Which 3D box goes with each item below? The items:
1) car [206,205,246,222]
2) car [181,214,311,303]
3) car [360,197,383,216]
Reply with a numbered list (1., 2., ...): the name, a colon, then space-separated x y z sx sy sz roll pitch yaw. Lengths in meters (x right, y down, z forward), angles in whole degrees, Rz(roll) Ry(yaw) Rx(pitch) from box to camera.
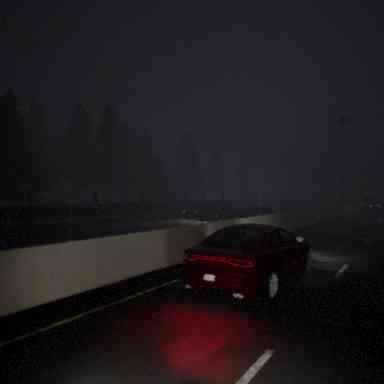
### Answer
1. car: 3.173 1.922 30.643 1.994 1.385 4.181 -1 -1 33
2. car: 1.693 1.579 8.721 1.882 1.535 5.008 -1 -1 33
3. car: 20.535 1.626 37.758 2.150 2.045 5.566 -1 -1 33
